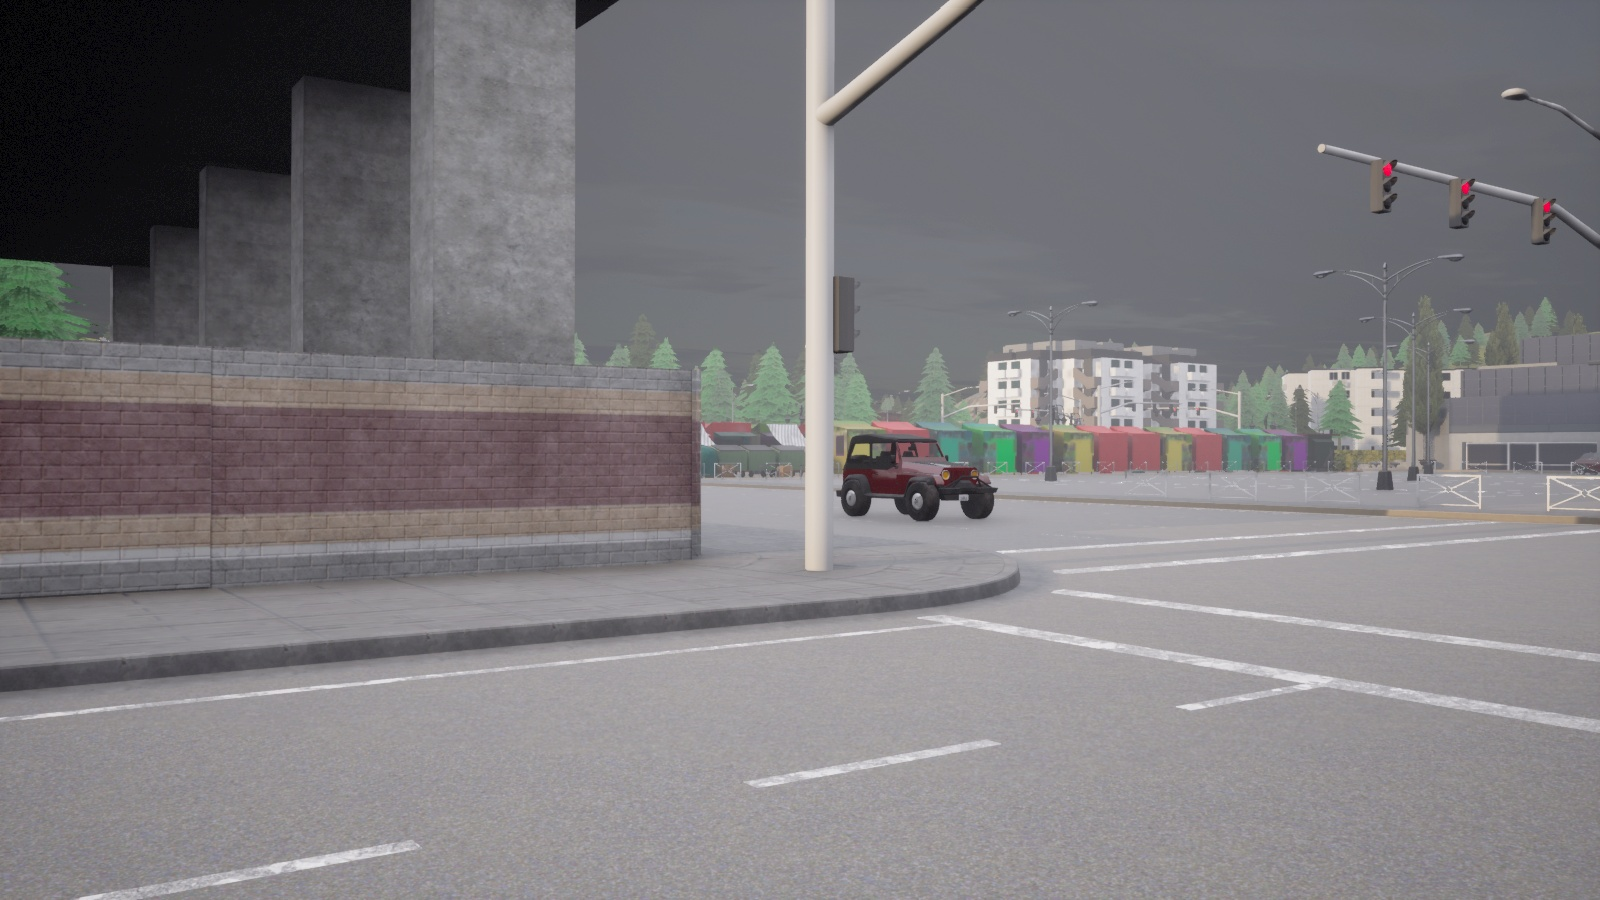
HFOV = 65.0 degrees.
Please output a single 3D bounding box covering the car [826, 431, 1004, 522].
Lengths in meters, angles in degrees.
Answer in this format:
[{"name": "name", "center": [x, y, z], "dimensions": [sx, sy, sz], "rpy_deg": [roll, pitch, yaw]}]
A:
[{"name": "car", "center": [2.491, 0.549, 28.043], "dimensions": [1.905, 1.878, 3.866], "rpy_deg": [0, 0, -35]}]
